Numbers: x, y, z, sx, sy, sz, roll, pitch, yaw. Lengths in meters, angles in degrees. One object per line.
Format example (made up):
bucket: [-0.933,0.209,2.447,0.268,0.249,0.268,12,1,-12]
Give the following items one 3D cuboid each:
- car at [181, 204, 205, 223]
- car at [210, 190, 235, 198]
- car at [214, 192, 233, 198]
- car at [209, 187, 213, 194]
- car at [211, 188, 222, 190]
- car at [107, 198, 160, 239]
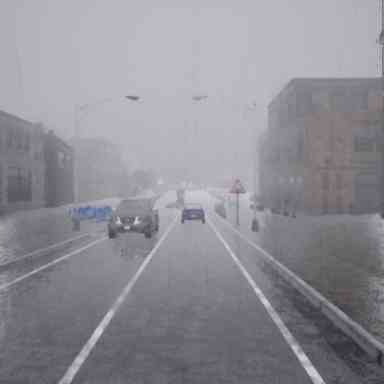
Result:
car: [0.099,1.727,28.309,1.882,1.535,5.008,0,0,0]
car: [8.023,0.824,83.817,5.366,1.575,1.946,0,2,-1]
car: [8.180,0.769,86.577,4.674,1.452,2.002,0,2,-1]
car: [8.142,0.291,92.075,5.566,2.045,2.435,0,2,-1]
car: [8.113,0.508,89.325,4.553,1.767,2.185,0,2,-1]
car: [-3.082,1.373,18.617,2.150,2.045,5.566,0,-1,0]
